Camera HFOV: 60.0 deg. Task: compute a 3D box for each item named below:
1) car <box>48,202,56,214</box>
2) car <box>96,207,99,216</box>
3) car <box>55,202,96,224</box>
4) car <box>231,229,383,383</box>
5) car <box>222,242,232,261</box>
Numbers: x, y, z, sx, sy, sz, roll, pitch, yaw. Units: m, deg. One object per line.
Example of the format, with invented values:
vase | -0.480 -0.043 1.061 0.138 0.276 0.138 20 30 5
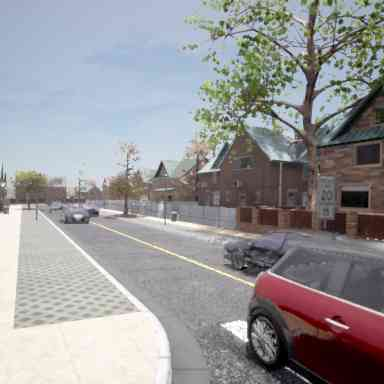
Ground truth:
car | -17.337 1.936 42.624 2.033 1.411 5.357 2 -2 -27
car | -12.193 2.097 38.793 1.895 1.301 4.718 2 -2 -27
car | -9.696 1.785 27.414 2.128 1.511 4.902 2 -1 -27
car | 2.579 1.409 3.305 2.097 1.767 4.553 2 -1 -27
car | 2.944 1.721 9.082 2.033 1.411 5.357 2 -1 -27
